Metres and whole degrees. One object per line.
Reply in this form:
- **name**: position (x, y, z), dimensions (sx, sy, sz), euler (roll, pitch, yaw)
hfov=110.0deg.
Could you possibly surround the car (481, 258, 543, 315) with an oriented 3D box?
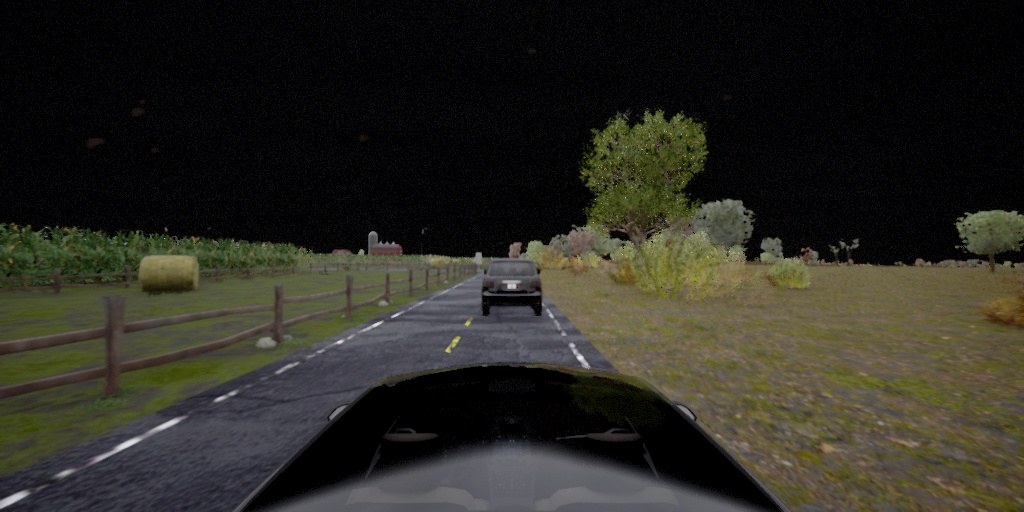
- **car**: position (0.008, 1.102, 14.400), dimensions (2.150, 2.045, 5.566), euler (0, 0, 0)

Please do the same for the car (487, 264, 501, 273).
- **car**: position (-2.770, 1.893, 55.299), dimensions (1.994, 1.385, 4.181), euler (0, -1, 0)
